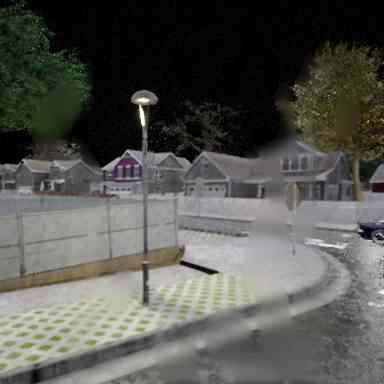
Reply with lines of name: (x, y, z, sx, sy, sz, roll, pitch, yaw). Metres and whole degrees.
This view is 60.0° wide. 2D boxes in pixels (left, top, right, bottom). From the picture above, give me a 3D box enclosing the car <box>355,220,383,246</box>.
car: (8.886, 1.481, 12.787, 4.718, 1.301, 1.895, 2, 1, 23)
